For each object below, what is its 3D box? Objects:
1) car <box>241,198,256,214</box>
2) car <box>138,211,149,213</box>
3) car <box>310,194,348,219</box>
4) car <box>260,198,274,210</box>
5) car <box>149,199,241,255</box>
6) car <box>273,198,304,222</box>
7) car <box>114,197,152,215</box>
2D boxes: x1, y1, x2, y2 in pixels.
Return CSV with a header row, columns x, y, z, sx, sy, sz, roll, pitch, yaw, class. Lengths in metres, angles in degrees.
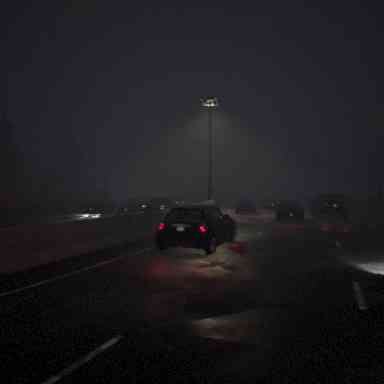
x,y,z,sx,sy,sz,roll,pitch,yaw,class
5.469,1.367,34.028,1.882,1.535,5.008,0,0,8,car
-2.761,1.220,28.746,2.097,1.767,4.553,0,0,11,car
11.711,1.165,28.698,2.150,2.045,5.566,0,0,10,car
9.689,1.446,41.256,1.994,1.385,4.181,0,0,4,car
0.359,1.297,13.502,2.097,1.767,4.553,0,0,21,car
7.486,1.411,25.631,1.882,1.535,5.008,0,0,13,car
-5.587,1.329,32.452,2.128,1.511,4.902,0,0,10,car
